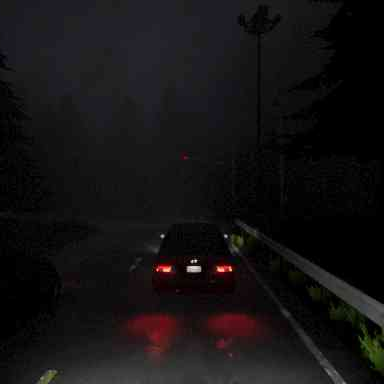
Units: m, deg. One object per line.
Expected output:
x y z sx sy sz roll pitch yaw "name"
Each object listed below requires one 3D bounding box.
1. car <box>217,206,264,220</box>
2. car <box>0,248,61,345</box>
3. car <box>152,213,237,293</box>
4.412 2.123 31.571 5.008 1.535 1.882 -1 -3 5 "car"
-3.581 1.564 4.892 1.994 1.385 4.181 0 0 0 "car"
0.055 1.547 8.985 2.033 1.411 5.357 0 0 0 "car"
